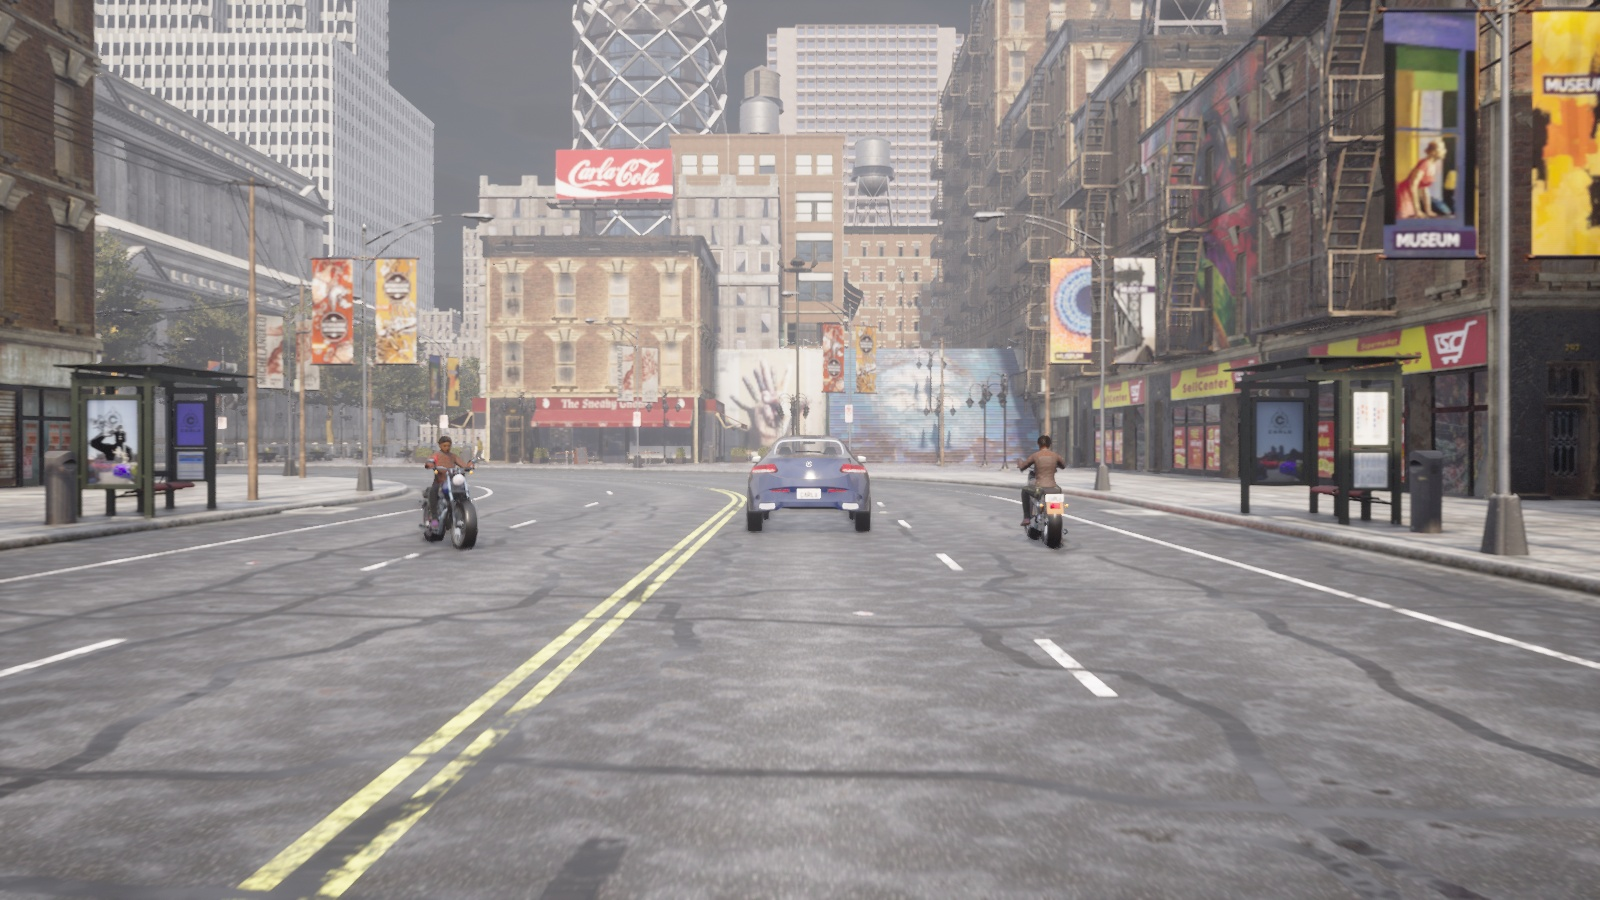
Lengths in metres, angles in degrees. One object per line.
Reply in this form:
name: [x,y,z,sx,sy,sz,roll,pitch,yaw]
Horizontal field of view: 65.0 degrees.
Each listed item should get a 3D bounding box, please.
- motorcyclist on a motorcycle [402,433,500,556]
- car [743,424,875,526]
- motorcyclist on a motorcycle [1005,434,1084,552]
motorcyclist on a motorcycle: [-5.061,0.591,18.076,0.766,1.649,2.350,0,0,-31]
car: [0.163,0.395,23.008,2.152,1.651,5.027,0,0,0]
motorcyclist on a motorcycle: [3.594,0.594,18.651,0.766,1.649,2.350,0,0,2]
